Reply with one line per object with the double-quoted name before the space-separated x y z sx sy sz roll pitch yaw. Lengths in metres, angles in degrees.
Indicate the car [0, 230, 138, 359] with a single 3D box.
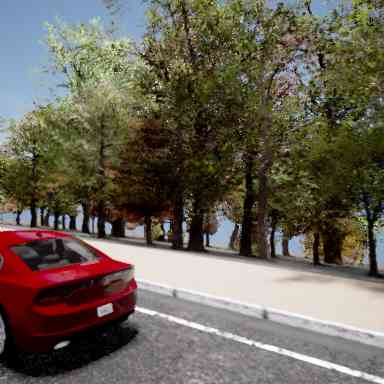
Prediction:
"car" -3.195 1.420 5.960 5.008 1.535 1.882 1 1 35
